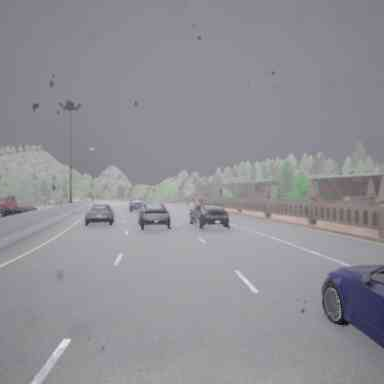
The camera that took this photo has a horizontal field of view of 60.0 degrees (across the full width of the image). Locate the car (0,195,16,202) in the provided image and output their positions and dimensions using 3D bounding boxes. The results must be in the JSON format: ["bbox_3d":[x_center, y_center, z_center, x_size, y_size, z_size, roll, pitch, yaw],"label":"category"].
[{"bbox_3d":[-19.944,1.348,34.737,2.150,2.045,5.566,0,0,-13],"label":"car"}]

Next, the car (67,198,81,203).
[{"bbox_3d":[-24.047,1.902,68.973,1.882,1.535,5.008,0,-2,-13],"label":"car"}]

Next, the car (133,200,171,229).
[{"bbox_3d":[-2.527,1.501,21.594,2.128,1.511,4.902,0,0,-11],"label":"car"}]

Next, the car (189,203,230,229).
[{"bbox_3d":[1.024,1.491,21.672,1.837,1.490,4.892,0,0,-11],"label":"car"}]

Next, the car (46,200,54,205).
[{"bbox_3d":[-33.682,2.635,79.786,1.812,1.442,4.674,0,-5,-13],"label":"car"}]

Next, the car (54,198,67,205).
[{"bbox_3d":[-28.950,2.174,74.754,2.097,1.767,4.553,0,-4,-13],"label":"car"}]

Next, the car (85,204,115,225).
[{"bbox_3d":[-6.728,1.601,24.556,1.994,1.385,4.181,0,0,-12],"label":"car"}]

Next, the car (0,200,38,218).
[{"bbox_3d":[-15.157,1.695,29.464,1.895,1.301,4.718,0,0,-13],"label":"car"}]

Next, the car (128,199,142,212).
[{"bbox_3d":[-6.641,1.564,40.294,1.812,1.442,4.674,0,0,-13],"label":"car"}]

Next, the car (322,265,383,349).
[{"bbox_3d":[3.320,1.509,4.111,1.812,1.442,4.674,0,0,-2],"label":"car"}]
